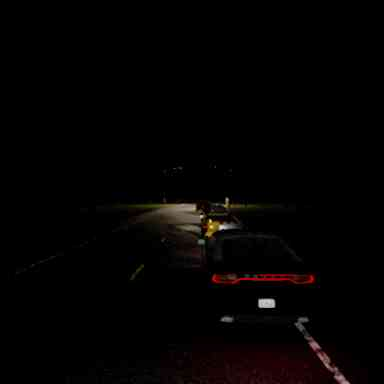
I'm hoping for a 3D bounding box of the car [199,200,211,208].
[{"bbox_3d":[2.291,2.012,57.221,1.895,1.301,4.718,0,0,4],"label":"car"}]

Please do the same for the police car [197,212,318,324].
[{"bbox_3d":[1.164,1.485,7.574,1.930,1.638,5.238,0,0,1],"label":"police car"}]

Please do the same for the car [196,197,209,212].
[{"bbox_3d":[1.561,1.809,45.139,1.882,1.535,5.008,0,0,4],"label":"car"}]

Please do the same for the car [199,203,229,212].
[{"bbox_3d":[1.398,1.592,17.622,1.801,1.575,5.366,0,0,2],"label":"car"}]

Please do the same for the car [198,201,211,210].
[{"bbox_3d":[1.582,1.656,23.410,1.882,1.535,5.008,0,0,2],"label":"car"}]
